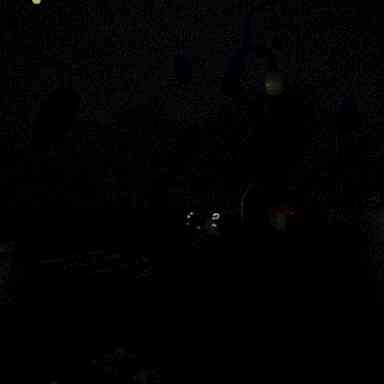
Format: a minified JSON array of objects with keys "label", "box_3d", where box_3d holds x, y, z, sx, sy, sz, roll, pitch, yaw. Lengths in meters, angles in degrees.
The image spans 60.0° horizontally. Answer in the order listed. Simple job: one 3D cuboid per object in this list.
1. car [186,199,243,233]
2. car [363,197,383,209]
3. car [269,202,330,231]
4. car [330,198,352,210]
[{"label":"car","box_3d":[1.672,1.204,18.499,2.097,1.767,4.553,0,0,37]},{"label":"car","box_3d":[22.587,1.347,41.442,1.812,1.442,4.674,0,0,37]},{"label":"car","box_3d":[6.166,1.335,19.574,2.128,1.511,4.902,0,0,37]},{"label":"car","box_3d":[17.685,1.370,39.757,1.994,1.385,4.181,0,0,37]}]
